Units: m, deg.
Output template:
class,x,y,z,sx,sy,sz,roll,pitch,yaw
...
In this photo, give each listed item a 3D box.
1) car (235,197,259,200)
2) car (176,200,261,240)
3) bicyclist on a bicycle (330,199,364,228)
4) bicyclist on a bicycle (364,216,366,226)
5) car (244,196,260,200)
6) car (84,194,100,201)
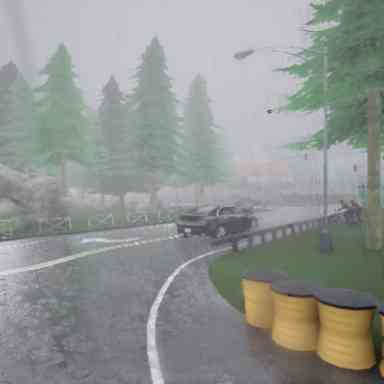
class,x,y,z,sx,sy,sz,roll,pitch,yaw
car,2.515,1.300,22.849,1.837,1.490,4.892,0,0,36
car,1.299,1.298,15.184,1.837,1.490,4.892,0,0,38
bicyclist on a bicycle,8.764,1.257,19.118,0.582,1.620,1.656,0,0,-44
bicyclist on a bicycle,9.535,1.259,19.514,1.656,1.620,0.582,0,0,-6
car,8.359,1.451,52.085,4.892,1.490,1.837,0,0,36
car,-21.400,1.246,71.522,1.837,1.490,4.892,0,0,-44
